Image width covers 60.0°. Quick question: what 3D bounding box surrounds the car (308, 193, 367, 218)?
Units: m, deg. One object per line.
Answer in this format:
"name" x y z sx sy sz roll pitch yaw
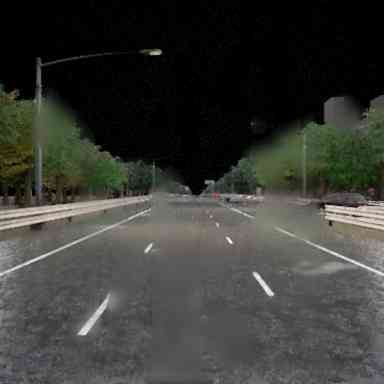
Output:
"car" 12.837 1.135 29.698 2.150 2.045 5.566 0 0 -20

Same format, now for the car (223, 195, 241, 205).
"car" 7.156 1.370 57.593 1.994 1.385 4.181 0 0 -6

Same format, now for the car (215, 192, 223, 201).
"car" 7.018 1.323 76.013 2.128 1.511 4.902 0 0 0
